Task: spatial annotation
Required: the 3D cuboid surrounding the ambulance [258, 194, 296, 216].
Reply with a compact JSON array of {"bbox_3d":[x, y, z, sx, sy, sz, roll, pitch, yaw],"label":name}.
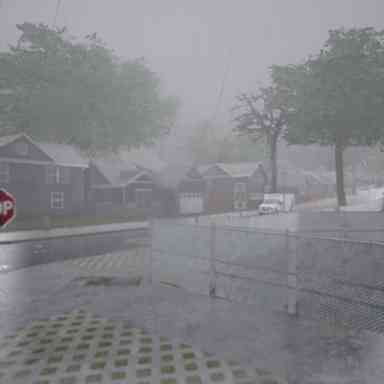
[{"bbox_3d":[9.693,1.459,37.973,2.351,2.431,6.366,-1,0,36],"label":"ambulance"}]
